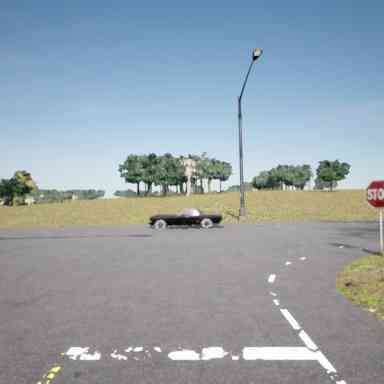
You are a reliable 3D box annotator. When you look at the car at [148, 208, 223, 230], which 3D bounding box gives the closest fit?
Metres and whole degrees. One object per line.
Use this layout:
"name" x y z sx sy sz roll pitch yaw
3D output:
"car" -0.447 1.709 21.580 4.718 1.301 1.895 -1 -1 -1
